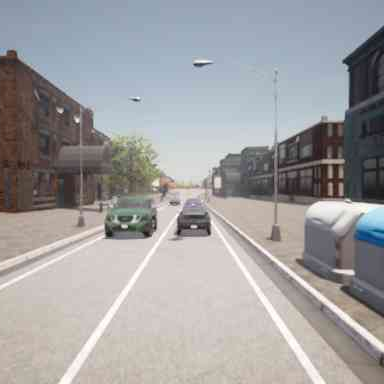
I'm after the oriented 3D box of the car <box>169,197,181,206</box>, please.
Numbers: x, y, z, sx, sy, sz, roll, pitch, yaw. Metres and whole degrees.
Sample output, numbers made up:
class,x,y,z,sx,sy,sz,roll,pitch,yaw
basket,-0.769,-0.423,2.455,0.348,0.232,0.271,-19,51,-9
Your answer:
class,x,y,z,sx,sy,sz,roll,pitch,yaw
car,-3.010,1.677,59.541,2.033,1.411,5.357,0,0,1

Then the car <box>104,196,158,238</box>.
class,x,y,z,sx,sy,sz,roll,pitch,yaw
car,-3.094,1.230,18.043,2.150,2.045,5.566,0,0,0

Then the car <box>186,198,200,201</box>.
class,x,y,z,sx,sy,sz,roll,pitch,yaw
car,0.112,1.438,38.404,2.097,1.767,4.553,0,0,0

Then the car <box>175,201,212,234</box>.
class,x,y,z,sx,sy,sz,roll,pitch,yaw
car,0.106,1.516,19.287,1.837,1.490,4.892,0,0,0
